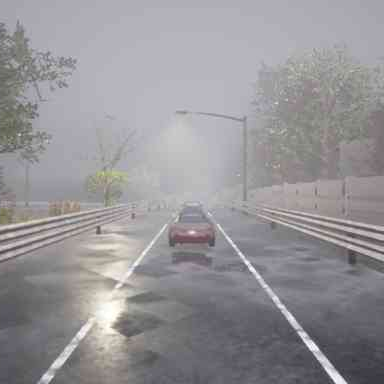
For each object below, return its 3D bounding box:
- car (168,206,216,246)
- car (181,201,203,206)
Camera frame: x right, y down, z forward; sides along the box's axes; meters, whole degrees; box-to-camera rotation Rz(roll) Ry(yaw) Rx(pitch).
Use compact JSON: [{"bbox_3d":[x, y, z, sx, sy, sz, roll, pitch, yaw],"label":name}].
[{"bbox_3d":[0.000,1.573,15.181,1.994,1.385,4.181,0,0,0],"label":"car"},{"bbox_3d":[0.000,1.536,30.215,1.812,1.442,4.674,0,0,0],"label":"car"}]
